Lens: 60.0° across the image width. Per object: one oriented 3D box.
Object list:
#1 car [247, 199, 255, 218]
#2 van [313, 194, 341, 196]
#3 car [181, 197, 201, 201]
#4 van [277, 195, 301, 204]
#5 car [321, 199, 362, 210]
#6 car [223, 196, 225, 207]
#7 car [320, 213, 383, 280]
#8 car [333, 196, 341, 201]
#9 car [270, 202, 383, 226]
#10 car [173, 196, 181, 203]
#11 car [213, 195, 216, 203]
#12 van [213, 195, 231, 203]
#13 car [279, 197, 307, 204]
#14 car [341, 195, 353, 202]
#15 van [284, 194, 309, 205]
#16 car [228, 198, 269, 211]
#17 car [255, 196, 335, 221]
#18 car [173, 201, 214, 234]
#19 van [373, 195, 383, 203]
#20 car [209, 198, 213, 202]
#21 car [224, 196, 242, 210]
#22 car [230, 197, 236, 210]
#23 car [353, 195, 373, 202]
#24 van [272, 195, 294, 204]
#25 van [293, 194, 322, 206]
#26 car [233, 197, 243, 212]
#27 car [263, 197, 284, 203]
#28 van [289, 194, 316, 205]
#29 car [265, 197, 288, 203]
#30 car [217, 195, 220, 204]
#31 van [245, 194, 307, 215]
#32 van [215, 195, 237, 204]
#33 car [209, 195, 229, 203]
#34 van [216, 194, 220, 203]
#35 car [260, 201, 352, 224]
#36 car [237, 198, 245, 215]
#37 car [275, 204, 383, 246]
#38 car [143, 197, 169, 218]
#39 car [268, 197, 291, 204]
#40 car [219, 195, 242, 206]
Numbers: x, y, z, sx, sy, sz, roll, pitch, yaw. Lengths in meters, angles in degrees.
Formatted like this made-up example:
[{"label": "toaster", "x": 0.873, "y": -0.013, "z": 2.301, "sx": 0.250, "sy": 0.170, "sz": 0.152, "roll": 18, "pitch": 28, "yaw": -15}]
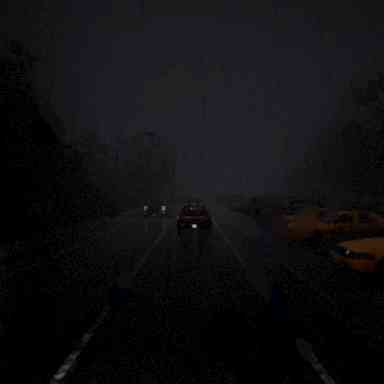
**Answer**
[{"label": "car", "x": 7.060, "y": 1.544, "z": 25.917, "sx": 4.792, "sy": 1.488, "sz": 2.163, "roll": 0, "pitch": 0, "yaw": 0}, {"label": "van", "x": 20.394, "y": 1.376, "z": 48.040, "sx": 4.442, "sy": 1.987, "sz": 1.878, "roll": 0, "pitch": 0, "yaw": 0}, {"label": "car", "x": 0.202, "y": 1.416, "z": 36.967, "sx": 2.097, "sy": 1.767, "sz": 4.553, "roll": 0, "pitch": 0, "yaw": 0}, {"label": "van", "x": 20.326, "y": 1.539, "z": 70.060, "sx": 4.442, "sy": 1.987, "sz": 1.878, "roll": 0, "pitch": -1, "yaw": 0}, {"label": "car", "x": 20.259, "y": 1.630, "z": 45.269, "sx": 4.674, "sy": 1.452, "sz": 2.002, "roll": 0, "pitch": 0, "yaw": 0}, {"label": "car", "x": 7.171, "y": 1.597, "z": 45.351, "sx": 4.892, "sy": 1.521, "sz": 2.231, "roll": 0, "pitch": 0, "yaw": 0}, {"label": "car", "x": 6.720, "y": 1.527, "z": 9.273, "sx": 5.366, "sy": 1.575, "sz": 1.946, "roll": 0, "pitch": 0, "yaw": 0}, {"label": "car", "x": 20.229, "y": 1.578, "z": 42.374, "sx": 5.008, "sy": 1.535, "sz": 2.097, "roll": 0, "pitch": 0, "yaw": 0}, {"label": "car", "x": 7.153, "y": 1.498, "z": 17.596, "sx": 5.366, "sy": 1.575, "sz": 1.946, "roll": 0, "pitch": 0, "yaw": 0}, {"label": "car", "x": -2.949, "y": 1.648, "z": 70.723, "sx": 2.097, "sy": 1.767, "sz": 4.553, "roll": 0, "pitch": -1, "yaw": 0}, {"label": "car", "x": 7.351, "y": 1.426, "z": 64.784, "sx": 5.566, "sy": 2.045, "sz": 2.435, "roll": 0, "pitch": 0, "yaw": 0}, {"label": "van", "x": 7.586, "y": 1.830, "z": 84.197, "sx": 4.442, "sy": 1.987, "sz": 1.878, "roll": 0, "pitch": -1, "yaw": 0}, {"label": "car", "x": 20.427, "y": 1.709, "z": 67.285, "sx": 5.008, "sy": 1.535, "sz": 2.097, "roll": 0, "pitch": -1, "yaw": 0}, {"label": "car", "x": 20.165, "y": 1.303, "z": 36.834, "sx": 5.566, "sy": 2.045, "sz": 2.435, "roll": 0, "pitch": 0, "yaw": 0}, {"label": "van", "x": 20.286, "y": 1.445, "z": 64.669, "sx": 4.442, "sy": 1.987, "sz": 1.878, "roll": 0, "pitch": -1, "yaw": 0}, {"label": "car", "x": 7.162, "y": 1.585, "z": 42.575, "sx": 4.892, "sy": 1.521, "sz": 2.231, "roll": 0, "pitch": 0, "yaw": 0}, {"label": "car", "x": 7.041, "y": 1.380, "z": 23.145, "sx": 4.553, "sy": 1.767, "sz": 2.185, "roll": 0, "pitch": 0, "yaw": 0}, {"label": "car", "x": 0.131, "y": 1.512, "z": 19.316, "sx": 2.128, "sy": 1.511, "sz": 4.902, "roll": 0, "pitch": 0, "yaw": 0}, {"label": "van", "x": 20.034, "y": 1.306, "z": 31.295, "sx": 4.442, "sy": 1.987, "sz": 1.878, "roll": 0, "pitch": 0, "yaw": 0}, {"label": "car", "x": 7.454, "y": 1.999, "z": 81.417, "sx": 5.008, "sy": 1.535, "sz": 2.097, "roll": 0, "pitch": -1, "yaw": 0}, {"label": "car", "x": 6.950, "y": 1.570, "z": 39.800, "sx": 5.366, "sy": 1.575, "sz": 1.946, "roll": 0, "pitch": 0, "yaw": 0}, {"label": "car", "x": 7.085, "y": 1.591, "z": 37.023, "sx": 4.792, "sy": 1.488, "sz": 2.163, "roll": 0, "pitch": 0, "yaw": 0}, {"label": "car", "x": 20.144, "y": 1.292, "z": 34.064, "sx": 5.566, "sy": 2.045, "sz": 2.435, "roll": 0, "pitch": 0, "yaw": 0}, {"label": "van", "x": 20.602, "y": 1.651, "z": 75.597, "sx": 4.442, "sy": 1.987, "sz": 1.878, "roll": 0, "pitch": -1, "yaw": 0}, {"label": "van", "x": 20.477, "y": 1.422, "z": 59.120, "sx": 4.442, "sy": 1.987, "sz": 1.878, "roll": 0, "pitch": 0, "yaw": 0}, {"label": "car", "x": 7.064, "y": 1.579, "z": 34.247, "sx": 4.792, "sy": 1.488, "sz": 2.163, "roll": 0, "pitch": 0, "yaw": 0}, {"label": "car", "x": 20.543, "y": 2.048, "z": 84.027, "sx": 5.008, "sy": 1.535, "sz": 2.097, "roll": 0, "pitch": -1, "yaw": 0}, {"label": "van", "x": 20.497, "y": 1.433, "z": 61.765, "sx": 4.442, "sy": 1.987, "sz": 1.878, "roll": 0, "pitch": 0, "yaw": 0}, {"label": "car", "x": 20.521, "y": 1.989, "z": 81.132, "sx": 5.008, "sy": 1.535, "sz": 2.097, "roll": 0, "pitch": -1, "yaw": 0}, {"label": "car", "x": 7.255, "y": 1.642, "z": 56.455, "sx": 5.008, "sy": 1.535, "sz": 2.097, "roll": 0, "pitch": 0, "yaw": 0}, {"label": "van", "x": 7.168, "y": 1.300, "z": 28.694, "sx": 4.442, "sy": 1.987, "sz": 1.878, "roll": 0, "pitch": 0, "yaw": 0}, {"label": "van", "x": 7.248, "y": 1.549, "z": 70.320, "sx": 4.442, "sy": 1.987, "sz": 1.878, "roll": 0, "pitch": -1, "yaw": 0}, {"label": "car", "x": 7.504, "y": 1.973, "z": 92.525, "sx": 5.566, "sy": 2.045, "sz": 2.435, "roll": 0, "pitch": -1, "yaw": 0}, {"label": "van", "x": 7.185, "y": 1.440, "z": 62.009, "sx": 4.442, "sy": 1.987, "sz": 1.878, "roll": 0, "pitch": 0, "yaw": 0}, {"label": "car", "x": 6.983, "y": 1.501, "z": 20.365, "sx": 4.892, "sy": 1.521, "sz": 2.231, "roll": 0, "pitch": 0, "yaw": 0}, {"label": "car", "x": 7.043, "y": 1.567, "z": 31.471, "sx": 4.792, "sy": 1.488, "sz": 2.163, "roll": 0, "pitch": 0, "yaw": 0}, {"label": "car", "x": 6.763, "y": 1.504, "z": 14.947, "sx": 5.366, "sy": 1.575, "sz": 1.946, "roll": 0, "pitch": 0, "yaw": 0}, {"label": "car", "x": -3.273, "y": 1.399, "z": 30.977, "sx": 2.097, "sy": 1.767, "sz": 4.553, "roll": 0, "pitch": 0, "yaw": 0}, {"label": "car", "x": 20.500, "y": 1.935, "z": 78.362, "sx": 4.892, "sy": 1.521, "sz": 2.231, "roll": 0, "pitch": -1, "yaw": 0}, {"label": "car", "x": 7.012, "y": 1.605, "z": 48.128, "sx": 5.366, "sy": 1.575, "sz": 1.946, "roll": 0, "pitch": 0, "yaw": 0}]
